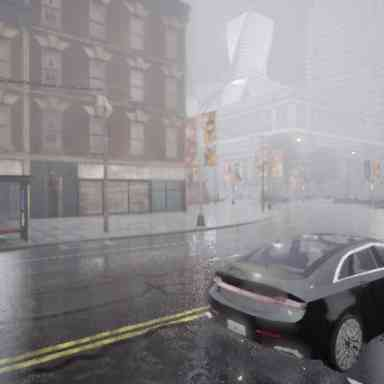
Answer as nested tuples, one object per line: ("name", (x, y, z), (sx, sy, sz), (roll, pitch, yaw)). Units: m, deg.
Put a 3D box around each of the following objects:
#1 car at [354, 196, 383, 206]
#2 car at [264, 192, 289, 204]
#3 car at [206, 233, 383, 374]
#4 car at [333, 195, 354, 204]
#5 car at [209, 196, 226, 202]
("car", (26.108, 1.285, 47.968), (1.895, 1.301, 4.718), (0, 0, -6))
("car", (13.651, 0.950, 54.736), (2.150, 2.045, 5.566), (0, 0, -20))
("car", (2.475, 1.459, 5.619), (4.902, 1.511, 2.128), (0, 0, -37))
("car", (24.762, 1.197, 53.538), (2.002, 1.452, 4.674), (0, 0, -16))
("car", (4.562, 1.338, 64.560), (1.895, 1.301, 4.718), (0, 0, -34))
